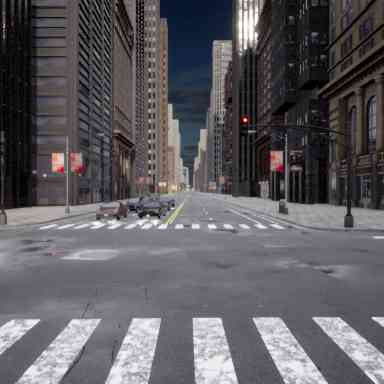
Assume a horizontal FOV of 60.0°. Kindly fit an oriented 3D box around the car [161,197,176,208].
[{"bbox_3d":[-3.458,1.513,49.751,2.033,1.411,5.357,0,0,0],"label":"car"}]

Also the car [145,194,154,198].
[{"bbox_3d":[-6.698,1.474,47.372,1.837,1.490,4.892,0,0,0],"label":"car"}]

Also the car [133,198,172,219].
[{"bbox_3d":[-3.385,1.533,29.460,2.033,1.411,5.357,0,0,4],"label":"car"}]

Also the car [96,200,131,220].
[{"bbox_3d":[-6.656,1.512,28.024,1.812,1.442,4.674,0,0,0],"label":"car"}]

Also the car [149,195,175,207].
[{"bbox_3d":[-3.428,1.468,39.200,2.128,1.511,4.902,0,0,0],"label":"car"}]

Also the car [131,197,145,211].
[{"bbox_3d":[-6.677,1.580,37.132,1.895,1.301,4.718,0,0,0],"label":"car"}]

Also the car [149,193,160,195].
[{"bbox_3d":[-6.683,1.175,57.821,2.150,2.045,5.566,0,0,1],"label":"car"}]
